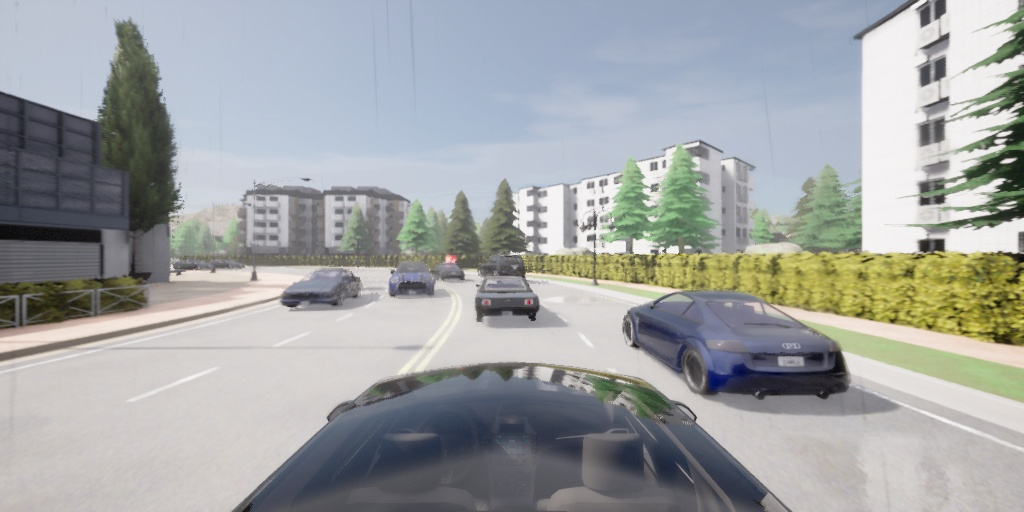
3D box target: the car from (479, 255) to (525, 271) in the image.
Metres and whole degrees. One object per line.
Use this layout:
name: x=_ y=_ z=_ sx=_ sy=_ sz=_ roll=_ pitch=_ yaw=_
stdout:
car: x=-0.861 y=0.942 z=28.281 sx=2.150 sy=2.045 sz=5.566 roll=0 pitch=0 yaw=-23

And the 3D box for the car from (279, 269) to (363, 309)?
car: x=-7.813 y=1.282 z=15.341 sx=2.033 sy=1.411 sz=5.357 roll=0 pitch=0 yaw=-10

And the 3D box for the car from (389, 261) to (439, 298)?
car: x=-5.126 y=1.083 z=18.547 sx=2.097 sy=1.767 sz=4.553 roll=0 pitch=0 yaw=-15

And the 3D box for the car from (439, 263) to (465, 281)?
car: x=-5.362 y=1.283 z=29.418 sx=1.994 sy=1.385 sz=4.181 roll=0 pitch=0 yaw=-26

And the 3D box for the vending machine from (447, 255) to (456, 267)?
vending machine: x=-7.621 y=0.897 z=45.358 sx=1.100 sy=2.100 sz=0.880 roll=0 pitch=0 yaw=-44

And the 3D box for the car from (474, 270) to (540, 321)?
car: x=-0.315 y=1.339 z=12.367 sx=1.895 sy=1.301 sz=4.718 roll=0 pitch=0 yaw=-5

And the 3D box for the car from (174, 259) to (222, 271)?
car: x=-41.609 y=1.196 z=47.074 sx=4.902 sy=1.511 sz=2.128 roll=0 pitch=0 yaw=7

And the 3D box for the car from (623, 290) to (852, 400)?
car: x=3.537 y=1.308 z=6.577 sx=1.994 sy=1.385 sz=4.181 roll=0 pitch=0 yaw=-1

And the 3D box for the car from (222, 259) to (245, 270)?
car: x=-40.079 y=1.191 z=50.396 sx=4.902 sy=1.511 sz=2.128 roll=0 pitch=0 yaw=8
